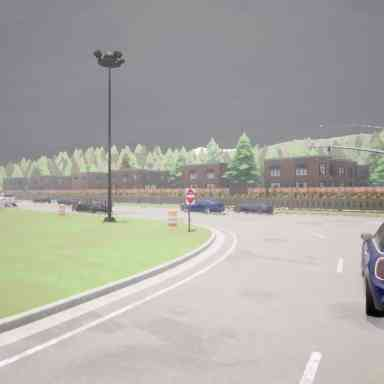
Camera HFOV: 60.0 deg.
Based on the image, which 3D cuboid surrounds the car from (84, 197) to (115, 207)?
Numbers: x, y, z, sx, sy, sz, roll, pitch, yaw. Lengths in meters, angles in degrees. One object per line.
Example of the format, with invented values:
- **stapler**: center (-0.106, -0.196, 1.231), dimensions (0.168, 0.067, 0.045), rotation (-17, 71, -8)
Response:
- **car**: center (-14.699, 1.547, 52.820), dimensions (5.357, 1.411, 2.033), rotation (0, 0, 41)

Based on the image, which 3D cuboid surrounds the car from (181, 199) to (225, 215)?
- **car**: center (1.093, 1.477, 34.589), dimensions (5.008, 1.535, 1.882), rotation (0, 0, 41)

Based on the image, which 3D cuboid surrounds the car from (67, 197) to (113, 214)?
- **car**: center (-10.746, 1.547, 35.551), dimensions (5.357, 1.411, 2.033), rotation (0, 0, 41)

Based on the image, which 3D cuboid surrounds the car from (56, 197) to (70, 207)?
- **car**: center (-19.697, 1.490, 52.506), dimensions (4.902, 1.511, 2.128), rotation (0, 0, 41)

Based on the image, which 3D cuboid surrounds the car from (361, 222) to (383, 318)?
- **car**: center (4.807, 1.352, 7.050), dimensions (2.097, 1.767, 4.553), rotation (0, 0, 26)

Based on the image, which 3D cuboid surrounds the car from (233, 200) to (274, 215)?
- **car**: center (6.389, 1.564, 34.645), dimensions (4.181, 1.385, 1.994), rotation (0, 0, 41)

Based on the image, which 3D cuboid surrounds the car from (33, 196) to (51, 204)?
- **car**: center (-29.663, 1.502, 65.630), dimensions (4.892, 1.490, 1.837), rotation (0, 0, 41)

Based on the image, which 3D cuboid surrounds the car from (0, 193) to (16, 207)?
- **car**: center (-29.219, 1.222, 51.471), dimensions (5.566, 2.045, 2.150), rotation (0, 0, 41)
